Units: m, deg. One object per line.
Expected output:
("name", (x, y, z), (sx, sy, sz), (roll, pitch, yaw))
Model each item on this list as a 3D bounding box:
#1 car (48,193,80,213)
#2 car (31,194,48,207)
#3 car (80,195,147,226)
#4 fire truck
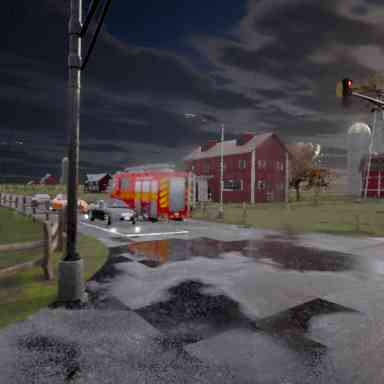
("car", (-10.737, 0.934, 29.078), (2.097, 1.767, 4.553), (1, 0, -35))
("car", (-17.212, 0.961, 38.279), (1.812, 1.442, 4.674), (1, 0, -35))
("car", (-5.118, 1.202, 21.098), (2.128, 1.511, 4.902), (1, 0, -35))
("fire truck", (-3.302, 0.094, 24.824), (2.891, 3.827, 8.468), (1, 0, -35))
